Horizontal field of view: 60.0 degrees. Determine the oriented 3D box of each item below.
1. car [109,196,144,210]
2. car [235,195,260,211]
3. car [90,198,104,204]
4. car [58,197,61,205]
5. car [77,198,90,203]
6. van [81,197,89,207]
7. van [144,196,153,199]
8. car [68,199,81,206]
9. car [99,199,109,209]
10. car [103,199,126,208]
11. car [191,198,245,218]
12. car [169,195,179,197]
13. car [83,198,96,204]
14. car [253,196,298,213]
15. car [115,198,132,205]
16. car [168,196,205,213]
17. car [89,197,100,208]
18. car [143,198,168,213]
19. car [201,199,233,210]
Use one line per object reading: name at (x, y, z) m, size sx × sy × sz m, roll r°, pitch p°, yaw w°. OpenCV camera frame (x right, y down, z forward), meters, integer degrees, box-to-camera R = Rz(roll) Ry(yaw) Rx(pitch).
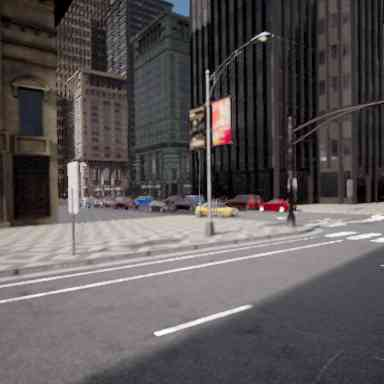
car at (-9.172, 1.611, 46.550) m, size 2.192 × 1.841 × 5.009 m, roll -2°, pitch 1°, yaw -35°
car at (6.162, 1.253, 39.703) m, size 2.192 × 1.841 × 5.009 m, roll -2°, pitch 1°, yaw -35°
car at (-23.210, 2.177, 81.029) m, size 1.947 × 1.339 × 4.313 m, roll -2°, pitch 1°, yaw -35°
car at (-32.767, 2.374, 79.759) m, size 1.887 × 1.381 × 4.507 m, roll -2°, pitch 1°, yaw -35°
car at (-29.238, 2.291, 89.509) m, size 2.008 × 1.369 × 4.403 m, roll -2°, pitch 1°, yaw -35°
van at (-17.662, 1.832, 58.498) m, size 1.690 × 1.788 × 3.998 m, roll -2°, pitch 1°, yaw -35°
van at (-8.548, 1.620, 60.452) m, size 1.690 × 1.788 × 3.998 m, roll -2°, pitch 1°, yaw -35°
car at (-23.423, 2.062, 66.608) m, size 1.967 × 1.590 × 4.097 m, roll -2°, pitch 1°, yaw -35°
car at (-11.995, 1.906, 50.535) m, size 1.887 × 1.381 × 4.507 m, roll -2°, pitch 1°, yaw -35°
car at (-13.463, 1.941, 57.383) m, size 2.033 × 1.411 × 5.357 m, roll -1°, pitch 0°, yaw -35°
car at (2.256, 1.554, 30.484) m, size 1.752 × 1.417 × 4.829 m, roll -2°, pitch 1°, yaw -35°
car at (-2.664, 1.459, 52.152) m, size 2.192 × 1.841 × 5.009 m, roll -2°, pitch 1°, yaw -35°
car at (-26.225, 2.242, 85.270) m, size 1.947 × 1.339 × 4.313 m, roll -2°, pitch 1°, yaw -35°
car at (9.113, 1.414, 35.555) m, size 1.887 × 1.381 × 4.507 m, roll -2°, pitch 1°, yaw -35°
car at (-14.169, 1.990, 68.308) m, size 1.802 × 1.307 × 4.206 m, roll -2°, pitch 1°, yaw -35°
car at (-0.302, 1.580, 38.704) m, size 2.128 × 1.511 × 4.902 m, roll -1°, pitch 0°, yaw -35°
car at (-14.828, 1.866, 54.516) m, size 1.967 × 1.590 × 4.097 m, roll -2°, pitch 1°, yaw -35°
car at (-3.503, 1.715, 38.587) m, size 2.008 × 1.369 × 4.403 m, roll -2°, pitch 1°, yaw -35°
car at (3.229, 1.589, 43.855) m, size 1.802 × 1.307 × 4.206 m, roll -2°, pitch 1°, yaw -35°
